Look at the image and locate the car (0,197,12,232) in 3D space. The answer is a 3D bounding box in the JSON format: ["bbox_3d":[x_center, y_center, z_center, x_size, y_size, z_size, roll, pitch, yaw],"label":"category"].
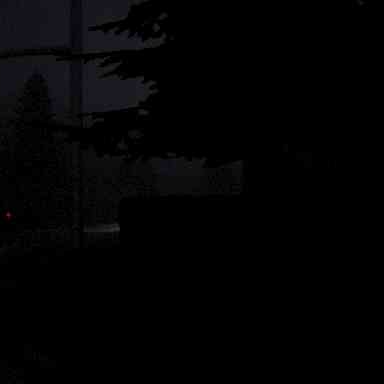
[{"bbox_3d":[-10.408,1.207,13.610,2.150,2.045,5.566,0,0,31],"label":"car"}]
